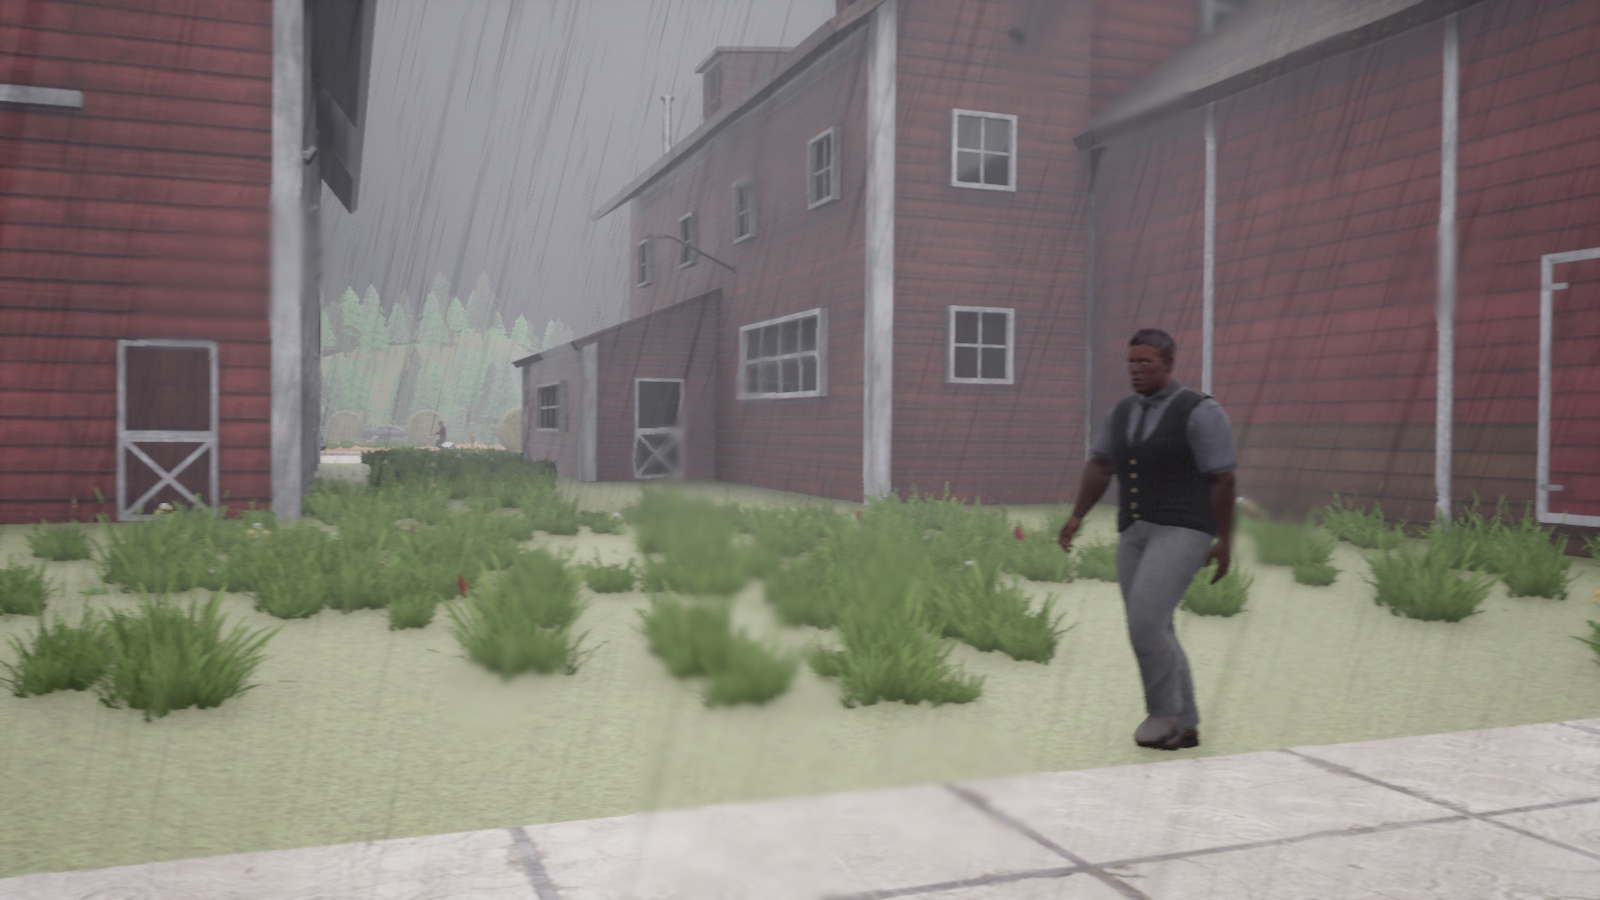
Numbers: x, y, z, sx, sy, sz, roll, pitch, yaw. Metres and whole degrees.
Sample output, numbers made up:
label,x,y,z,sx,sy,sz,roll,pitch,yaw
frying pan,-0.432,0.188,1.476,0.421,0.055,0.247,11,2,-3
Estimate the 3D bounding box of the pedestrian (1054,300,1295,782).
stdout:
label,x,y,z,sx,sy,sz,roll,pitch,yaw
pedestrian,1.604,0.349,5.373,0.849,1.883,0.563,-1,1,-33
